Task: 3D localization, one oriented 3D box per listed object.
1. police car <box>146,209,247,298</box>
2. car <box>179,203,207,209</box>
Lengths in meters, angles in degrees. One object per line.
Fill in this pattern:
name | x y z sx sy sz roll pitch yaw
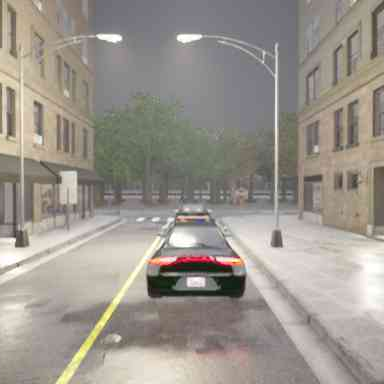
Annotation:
police car | 0.077 1.435 8.438 2.038 1.542 4.974 0 0 0
car | 0.054 1.349 17.645 2.128 1.511 4.902 0 0 0
